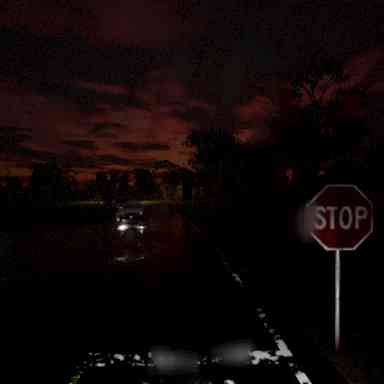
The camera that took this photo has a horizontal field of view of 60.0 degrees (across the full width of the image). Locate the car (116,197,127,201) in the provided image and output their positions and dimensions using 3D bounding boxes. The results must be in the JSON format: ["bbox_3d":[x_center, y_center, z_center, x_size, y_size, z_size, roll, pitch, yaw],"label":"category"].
[{"bbox_3d":[-12.679,1.497,60.399,1.895,1.301,4.718,0,0,-20],"label":"car"}]

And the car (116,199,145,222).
[{"bbox_3d":[-4.716,1.522,26.275,1.812,1.442,4.674,0,0,-8],"label":"car"}]
